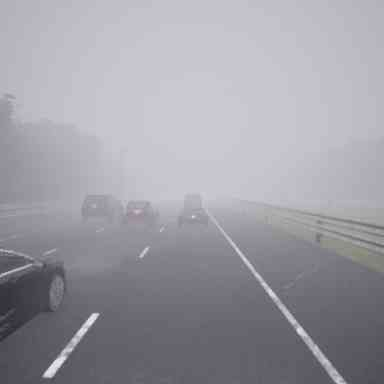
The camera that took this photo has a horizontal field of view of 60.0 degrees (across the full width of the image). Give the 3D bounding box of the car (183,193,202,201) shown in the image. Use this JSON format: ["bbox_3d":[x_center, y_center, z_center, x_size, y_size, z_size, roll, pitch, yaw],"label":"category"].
[{"bbox_3d":[0.073,1.177,40.653,2.150,2.045,5.566,0,0,0],"label":"car"}]

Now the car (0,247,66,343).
[{"bbox_3d":[-3.406,1.481,4.684,2.128,1.511,4.902,0,0,0],"label":"car"}]

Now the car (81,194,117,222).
[{"bbox_3d":[-6.929,1.154,26.114,2.150,2.045,5.566,0,0,-1],"label":"car"}]

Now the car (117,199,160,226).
[{"bbox_3d":[-3.415,1.315,22.866,2.097,1.767,4.553,0,0,0],"label":"car"}]

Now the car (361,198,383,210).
[{"bbox_3d":[25.129,1.580,44.439,1.801,1.575,5.366,0,0,-22],"label":"car"}]

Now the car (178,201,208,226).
[{"bbox_3d":[0.083,1.527,22.903,1.994,1.385,4.181,0,0,0],"label":"car"}]
